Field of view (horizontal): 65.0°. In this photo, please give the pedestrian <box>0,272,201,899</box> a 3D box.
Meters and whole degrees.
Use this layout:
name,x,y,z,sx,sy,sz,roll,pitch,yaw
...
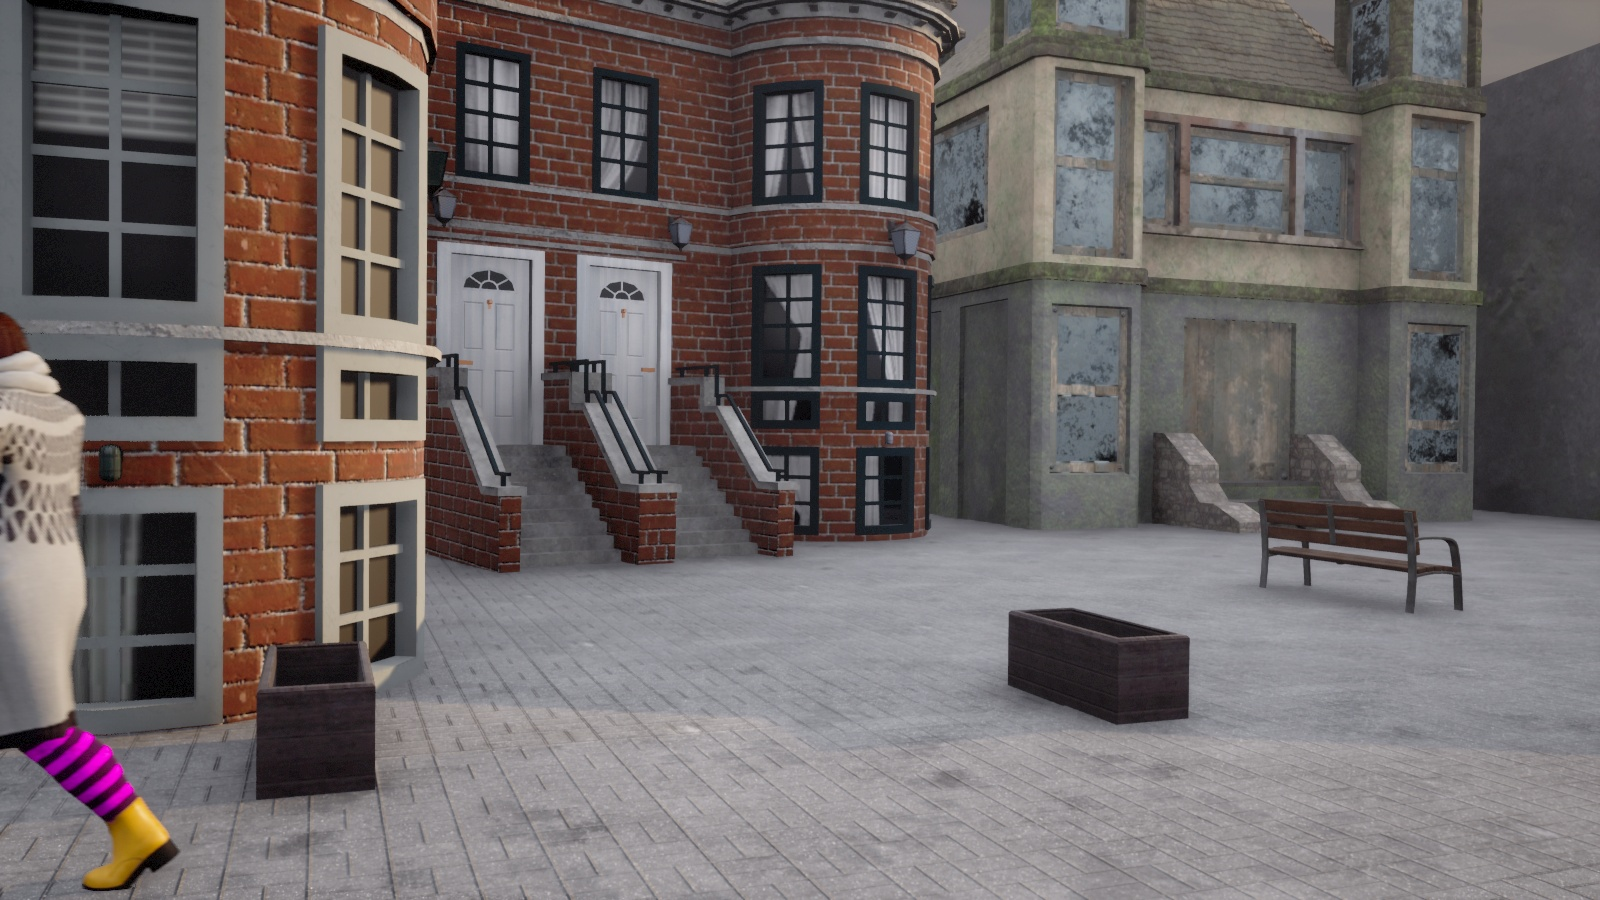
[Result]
name,x,y,z,sx,sy,sz,roll,pitch,yaw
pedestrian,-2.417,0.471,3.857,0.873,1.952,0.659,-1,1,-11
